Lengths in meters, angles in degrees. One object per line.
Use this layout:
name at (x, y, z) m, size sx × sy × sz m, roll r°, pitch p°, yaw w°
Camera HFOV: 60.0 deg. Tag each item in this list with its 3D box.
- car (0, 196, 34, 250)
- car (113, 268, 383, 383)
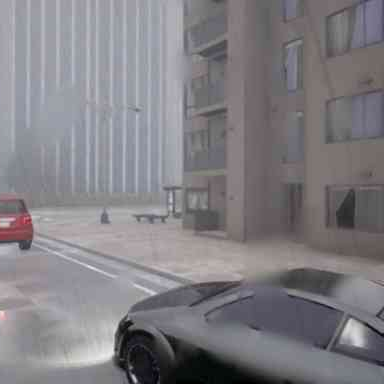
car at (-8.102, 1.188, 13.261) m, size 2.150 × 2.045 × 5.566 m, roll 0°, pitch 0°, yaw -41°
car at (1.073, 1.569, 3.580) m, size 4.181 × 1.385 × 1.994 m, roll 0°, pitch 0°, yaw 38°
